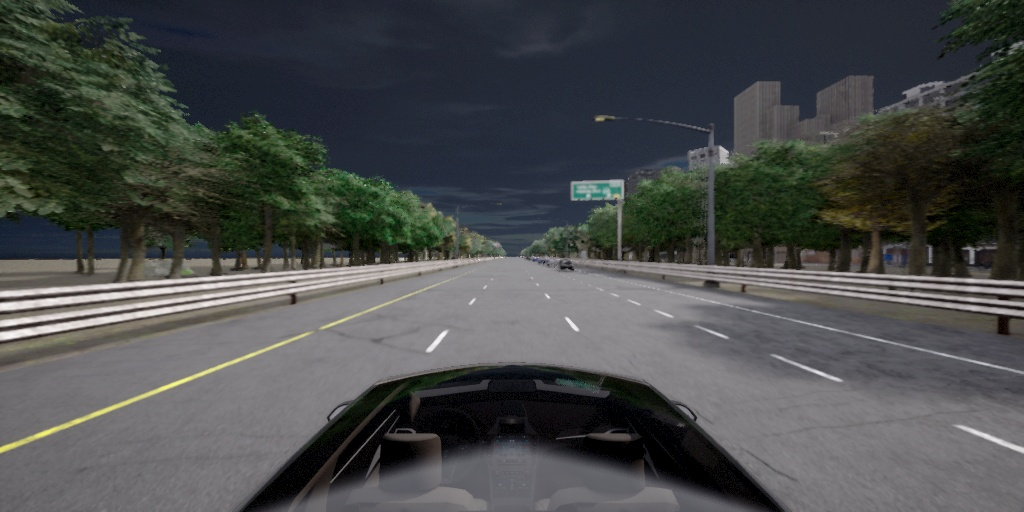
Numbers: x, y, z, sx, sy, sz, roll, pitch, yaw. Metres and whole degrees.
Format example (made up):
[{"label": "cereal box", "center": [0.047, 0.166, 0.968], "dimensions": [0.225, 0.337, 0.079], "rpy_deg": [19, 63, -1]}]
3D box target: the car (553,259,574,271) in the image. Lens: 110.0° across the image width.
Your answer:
[{"label": "car", "center": [7.103, 1.239, 48.215], "dimensions": [1.837, 1.490, 4.892], "rpy_deg": [0, 0, 0]}]
